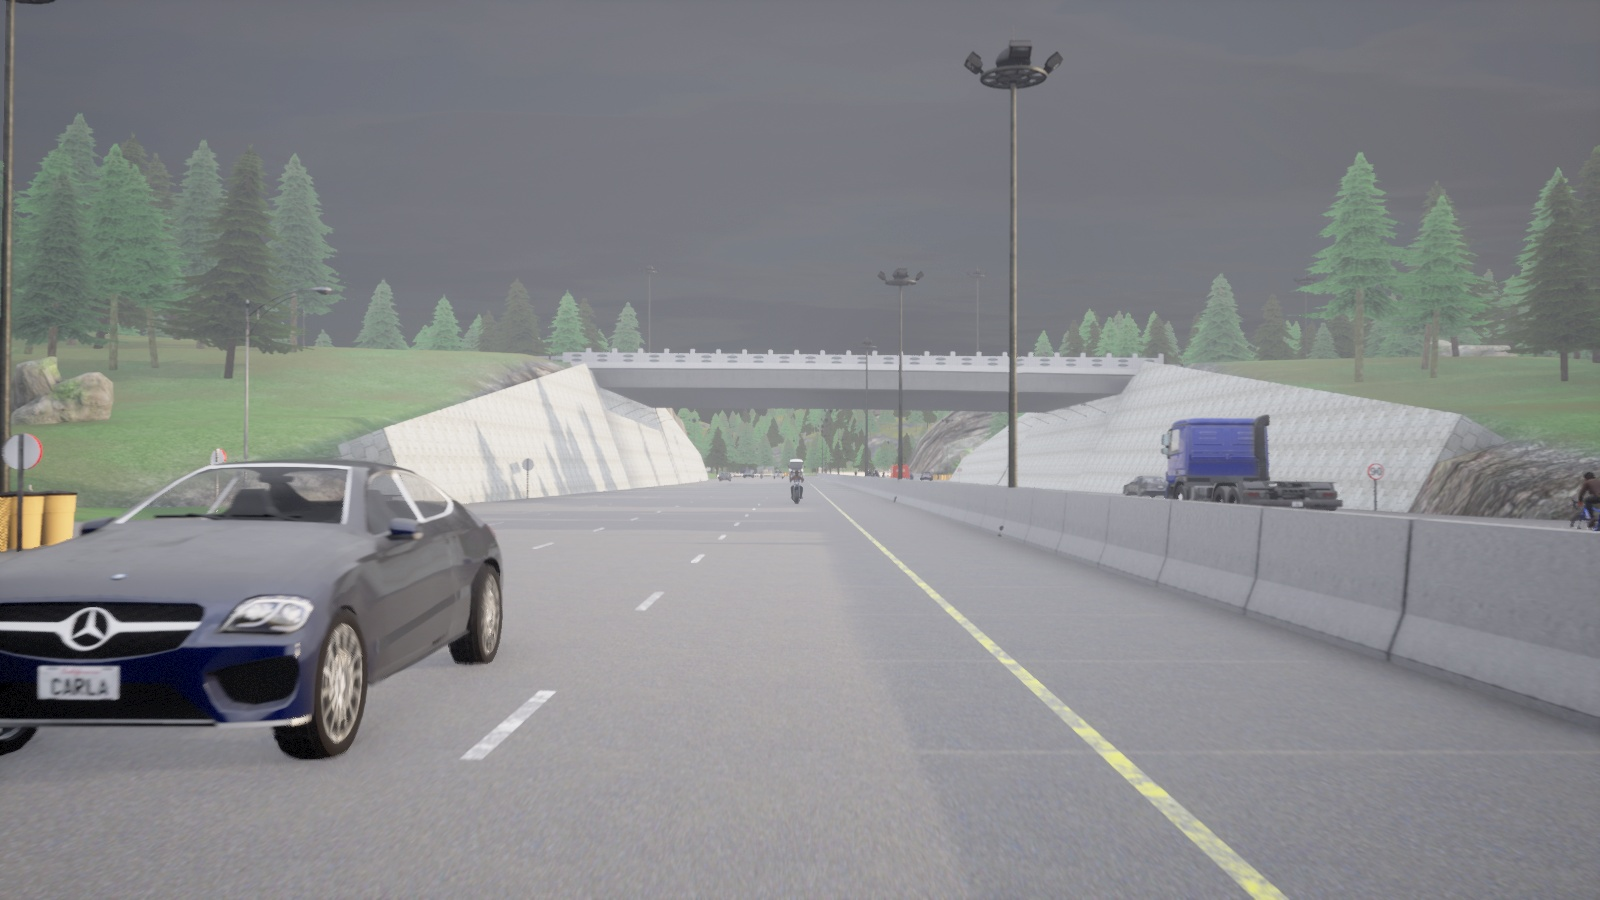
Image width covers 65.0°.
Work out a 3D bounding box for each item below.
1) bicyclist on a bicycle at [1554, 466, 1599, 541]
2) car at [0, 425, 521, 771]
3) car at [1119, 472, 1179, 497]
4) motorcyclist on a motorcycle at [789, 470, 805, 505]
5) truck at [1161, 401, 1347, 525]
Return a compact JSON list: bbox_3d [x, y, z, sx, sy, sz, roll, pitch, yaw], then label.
[{"bbox_3d":[17.434,1.165,27.698,0.582,1.620,1.656,0,-1,0],"label":"bicyclist on a bicycle"},{"bbox_3d":[-3.521,0.751,8.533,2.152,1.651,5.027,0,-1,0],"label":"car"},{"bbox_3d":[20.822,2.047,75.160,2.033,1.411,5.357,0,-1,0],"label":"car"},{"bbox_3d":[-0.143,1.786,60.496,0.766,1.649,2.350,0,-1,0],"label":"motorcyclist on a motorcycle"},{"bbox_3d":[13.903,0.439,39.250,2.891,3.462,7.936,0,-1,0],"label":"truck"}]
